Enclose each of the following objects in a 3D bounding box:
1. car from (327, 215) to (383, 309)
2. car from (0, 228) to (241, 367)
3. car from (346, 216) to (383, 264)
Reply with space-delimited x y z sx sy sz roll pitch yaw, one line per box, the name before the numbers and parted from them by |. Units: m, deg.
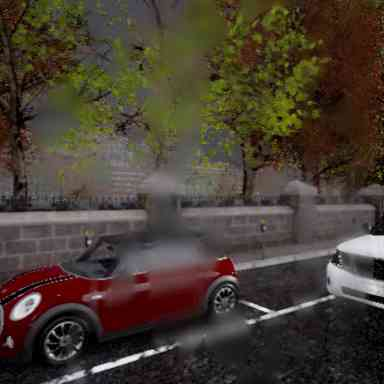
car | 5.254 1.282 7.121 5.566 2.045 2.150 0 0 -35
car | -1.154 1.458 5.733 4.097 1.590 1.967 1 0 -35
car | 7.819 1.650 12.226 4.403 1.369 2.008 1 0 -35
